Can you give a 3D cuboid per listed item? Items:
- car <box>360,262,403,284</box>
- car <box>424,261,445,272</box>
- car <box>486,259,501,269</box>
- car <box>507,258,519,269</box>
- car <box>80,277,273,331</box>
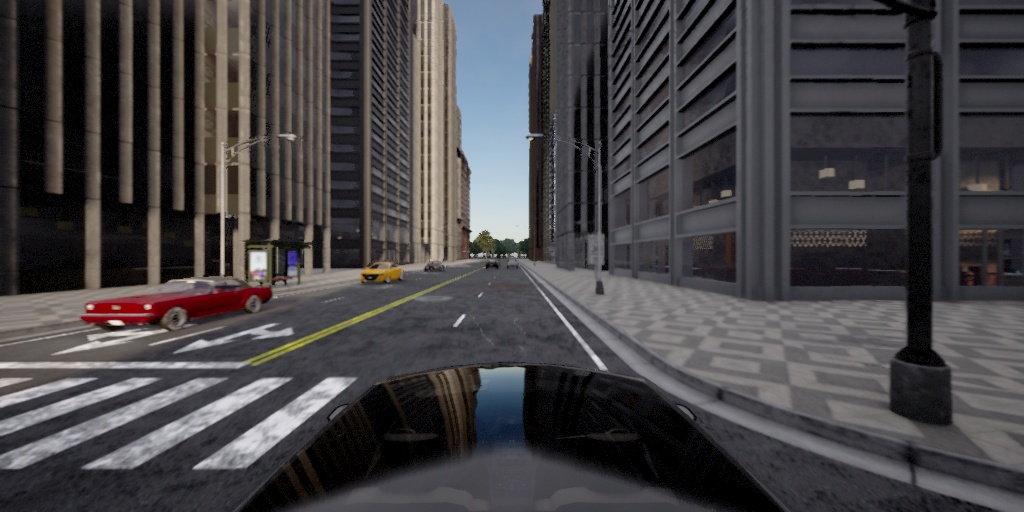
[{"bbox_3d":[-9.828,1.231,27.365,1.882,1.535,5.008,0,0,0],"label":"car"},{"bbox_3d":[-9.743,1.326,45.388,1.994,1.385,4.181,0,0,1],"label":"car"},{"bbox_3d":[-3.155,1.247,57.511,1.882,1.535,5.008,0,0,1],"label":"car"},{"bbox_3d":[0.102,1.317,58.385,2.033,1.411,5.357,0,0,0],"label":"car"},{"bbox_3d":[-9.843,1.352,11.125,1.895,1.301,4.718,0,0,0],"label":"car"}]
